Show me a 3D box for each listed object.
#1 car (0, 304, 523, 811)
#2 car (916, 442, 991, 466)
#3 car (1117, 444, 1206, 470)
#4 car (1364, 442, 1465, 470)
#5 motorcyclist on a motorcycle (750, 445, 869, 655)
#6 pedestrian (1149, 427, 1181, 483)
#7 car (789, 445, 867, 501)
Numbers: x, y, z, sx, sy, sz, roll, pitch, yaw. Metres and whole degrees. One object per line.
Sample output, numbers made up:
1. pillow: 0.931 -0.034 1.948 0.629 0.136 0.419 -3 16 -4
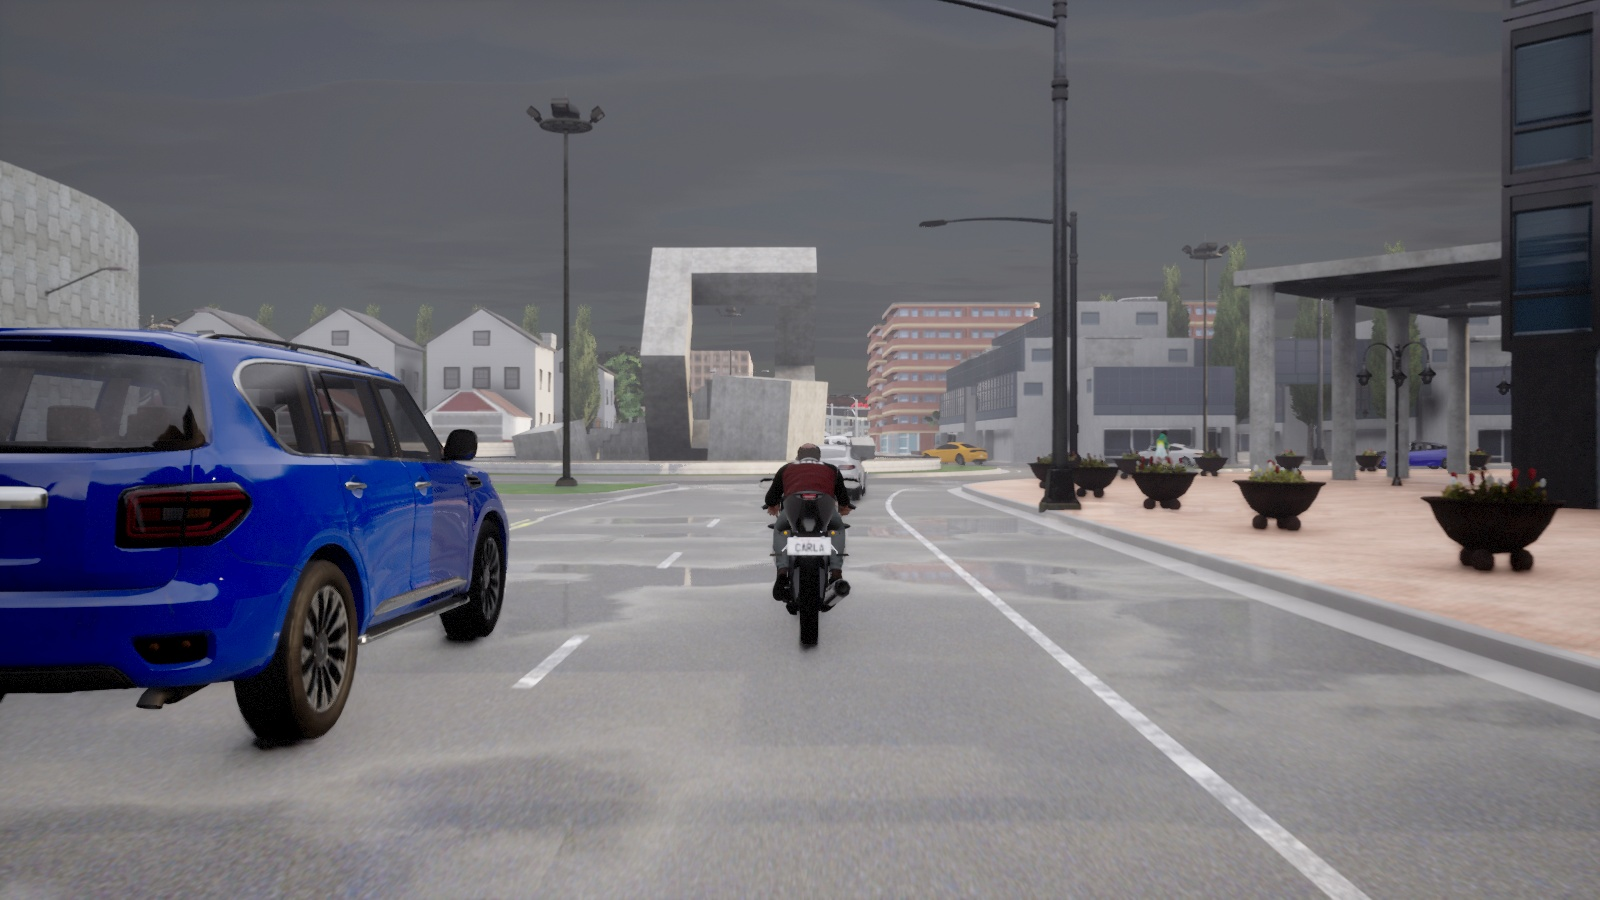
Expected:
1. car: -3.440 0.418 7.853 2.150 2.045 5.566 0 0 0
2. car: 10.170 0.261 83.683 1.882 1.535 5.008 0 0 -40
3. car: 20.561 0.386 71.476 4.674 1.442 1.812 0 1 25
4. car: 33.600 0.333 68.772 4.514 1.525 2.007 0 0 0
5. motorcyclist on a motorcycle: 0.074 0.724 10.261 0.866 1.530 2.191 0 0 0
6. pedestrian: 13.000 0.169 44.762 0.873 1.952 0.659 0 0 -22
7. car: 0.844 0.577 34.822 1.812 1.442 4.674 0 0 6
